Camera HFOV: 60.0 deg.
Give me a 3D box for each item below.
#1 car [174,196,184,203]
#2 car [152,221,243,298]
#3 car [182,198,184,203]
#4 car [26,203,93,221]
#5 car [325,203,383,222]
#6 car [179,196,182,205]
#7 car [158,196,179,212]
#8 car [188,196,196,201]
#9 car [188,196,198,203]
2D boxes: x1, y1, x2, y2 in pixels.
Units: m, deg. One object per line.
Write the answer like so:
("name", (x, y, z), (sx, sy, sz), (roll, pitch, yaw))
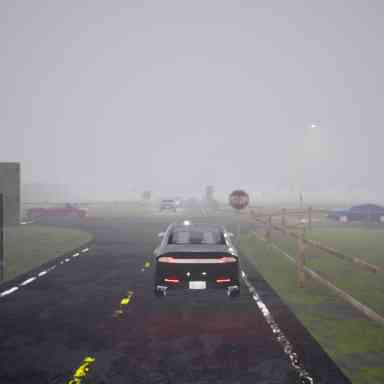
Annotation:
("car", (-2.734, 1.552, 69.186), (1.994, 1.385, 4.181), (0, 0, 0))
("car", (0.103, 1.491, 8.511), (2.128, 1.511, 4.902), (0, 0, 0))
("car", (-2.796, 1.470, 59.210), (1.882, 1.535, 5.008), (0, 0, 0))
("car", (-10.427, 1.526, 26.223), (4.718, 1.301, 1.895), (1, 0, 1))
("car", (12.984, 1.590, 25.961), (5.008, 1.535, 1.882), (0, 0, 0))
("car", (-2.819, 1.595, 48.863), (1.895, 1.301, 4.718), (0, 0, 0))
("car", (-2.795, 1.501, 38.938), (1.837, 1.490, 4.892), (0, 0, -1))
("car", (0.018, 1.582, 81.493), (1.895, 1.301, 4.718), (0, 0, 0))
("car", (0.116, 1.468, 69.371), (1.882, 1.535, 5.008), (0, 0, 0))
